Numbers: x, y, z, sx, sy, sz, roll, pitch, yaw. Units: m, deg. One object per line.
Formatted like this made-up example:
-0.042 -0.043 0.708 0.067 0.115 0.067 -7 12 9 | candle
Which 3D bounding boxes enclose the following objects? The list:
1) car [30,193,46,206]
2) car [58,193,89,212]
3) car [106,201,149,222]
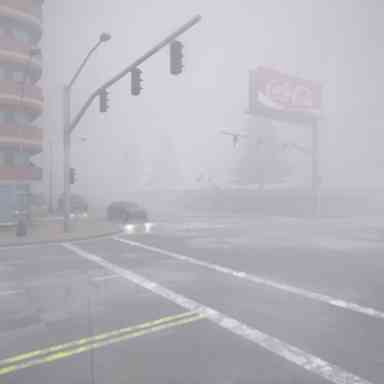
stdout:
-25.955 1.189 55.225 2.150 2.045 5.566 0 0 -36 | car
-13.635 1.194 37.935 2.150 2.045 5.566 0 1 -36 | car
-5.167 1.484 26.166 1.837 1.490 4.892 0 0 -36 | car
